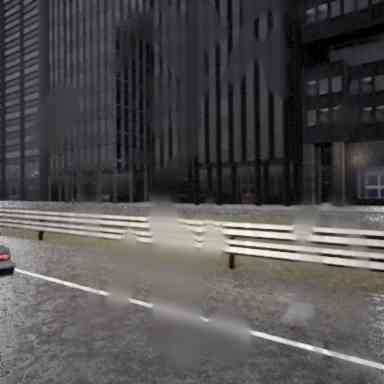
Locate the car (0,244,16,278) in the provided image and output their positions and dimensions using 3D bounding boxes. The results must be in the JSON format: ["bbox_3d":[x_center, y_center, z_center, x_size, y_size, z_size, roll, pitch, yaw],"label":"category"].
[{"bbox_3d":[-6.722,1.577,8.740,5.357,1.411,2.033,0,0,36],"label":"car"}]
